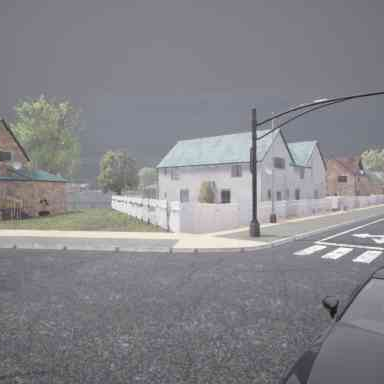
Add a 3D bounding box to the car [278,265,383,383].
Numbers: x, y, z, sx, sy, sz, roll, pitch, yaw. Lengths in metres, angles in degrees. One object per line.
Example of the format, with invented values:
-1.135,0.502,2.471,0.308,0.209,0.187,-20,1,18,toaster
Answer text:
2.517,1.524,3.390,1.812,1.442,4.674,0,0,42,car
